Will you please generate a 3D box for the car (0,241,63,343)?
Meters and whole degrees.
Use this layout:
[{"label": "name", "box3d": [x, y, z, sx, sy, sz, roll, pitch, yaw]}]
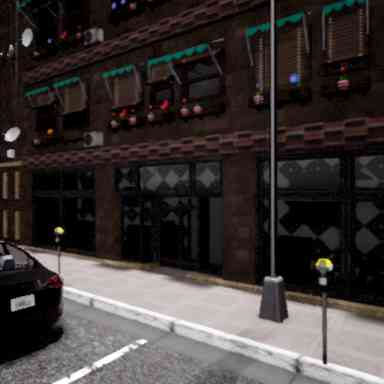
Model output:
[{"label": "car", "box3d": [-3.984, 1.522, 5.724, 4.313, 1.339, 1.947, 0, 0, 35]}]
